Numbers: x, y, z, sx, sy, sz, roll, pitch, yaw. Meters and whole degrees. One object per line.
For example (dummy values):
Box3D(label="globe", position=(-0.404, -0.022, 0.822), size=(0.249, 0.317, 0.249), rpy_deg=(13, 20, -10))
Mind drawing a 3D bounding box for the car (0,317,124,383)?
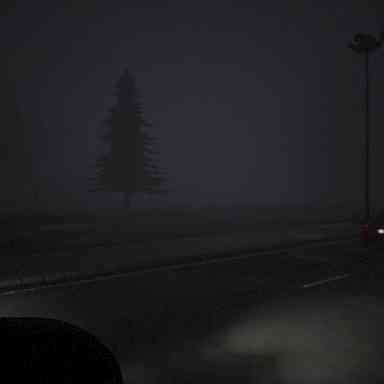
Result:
Box3D(label="car", position=(-2.769, 1.492, 1.772), size=(4.902, 1.511, 2.128), rpy_deg=(0, 0, -35))

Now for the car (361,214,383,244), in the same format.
Box3D(label="car", position=(9.341, 1.577, 14.703), size=(4.181, 1.385, 1.994), rpy_deg=(0, 0, -35))
